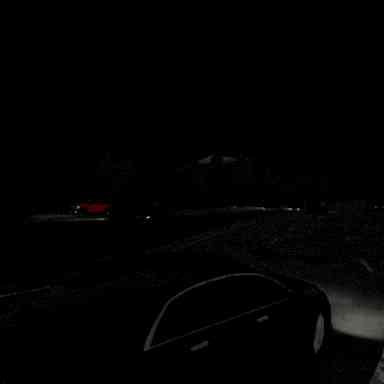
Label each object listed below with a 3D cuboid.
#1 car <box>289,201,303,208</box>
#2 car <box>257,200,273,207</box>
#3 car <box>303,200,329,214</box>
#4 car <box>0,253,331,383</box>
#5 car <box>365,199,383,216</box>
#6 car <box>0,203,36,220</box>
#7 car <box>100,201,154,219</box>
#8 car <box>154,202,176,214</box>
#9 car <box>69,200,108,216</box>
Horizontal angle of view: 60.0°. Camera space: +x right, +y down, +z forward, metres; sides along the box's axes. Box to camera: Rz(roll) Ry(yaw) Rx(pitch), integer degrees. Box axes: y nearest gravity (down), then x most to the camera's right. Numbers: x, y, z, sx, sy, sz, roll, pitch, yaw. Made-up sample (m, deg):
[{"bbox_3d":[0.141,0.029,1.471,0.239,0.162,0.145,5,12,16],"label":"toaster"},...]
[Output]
[{"bbox_3d":[20.113,2.427,63.200,1.895,1.301,4.718,0,-1,36],"label":"car"},{"bbox_3d":[14.954,2.347,67.986,2.128,1.511,4.902,0,-1,36],"label":"car"},{"bbox_3d":[16.746,1.938,44.229,2.097,1.767,4.553,0,-1,33],"label":"car"},{"bbox_3d":[0.081,1.547,4.125,1.837,1.490,4.892,2,0,44],"label":"car"},{"bbox_3d":[21.777,1.790,39.204,2.150,2.045,5.566,0,-1,31],"label":"car"},{"bbox_3d":[-16.367,1.683,29.137,4.902,1.511,2.128,1,-1,-35],"label":"car"},{"bbox_3d":[-6.297,1.859,32.318,4.181,1.385,1.994,1,-1,-41],"label":"car"},{"bbox_3d":[-3.992,1.910,39.133,1.812,1.442,4.674,0,-1,45],"label":"car"},{"bbox_3d":[-11.306,1.664,37.240,4.553,1.767,2.097,1,-1,-41],"label":"car"}]
